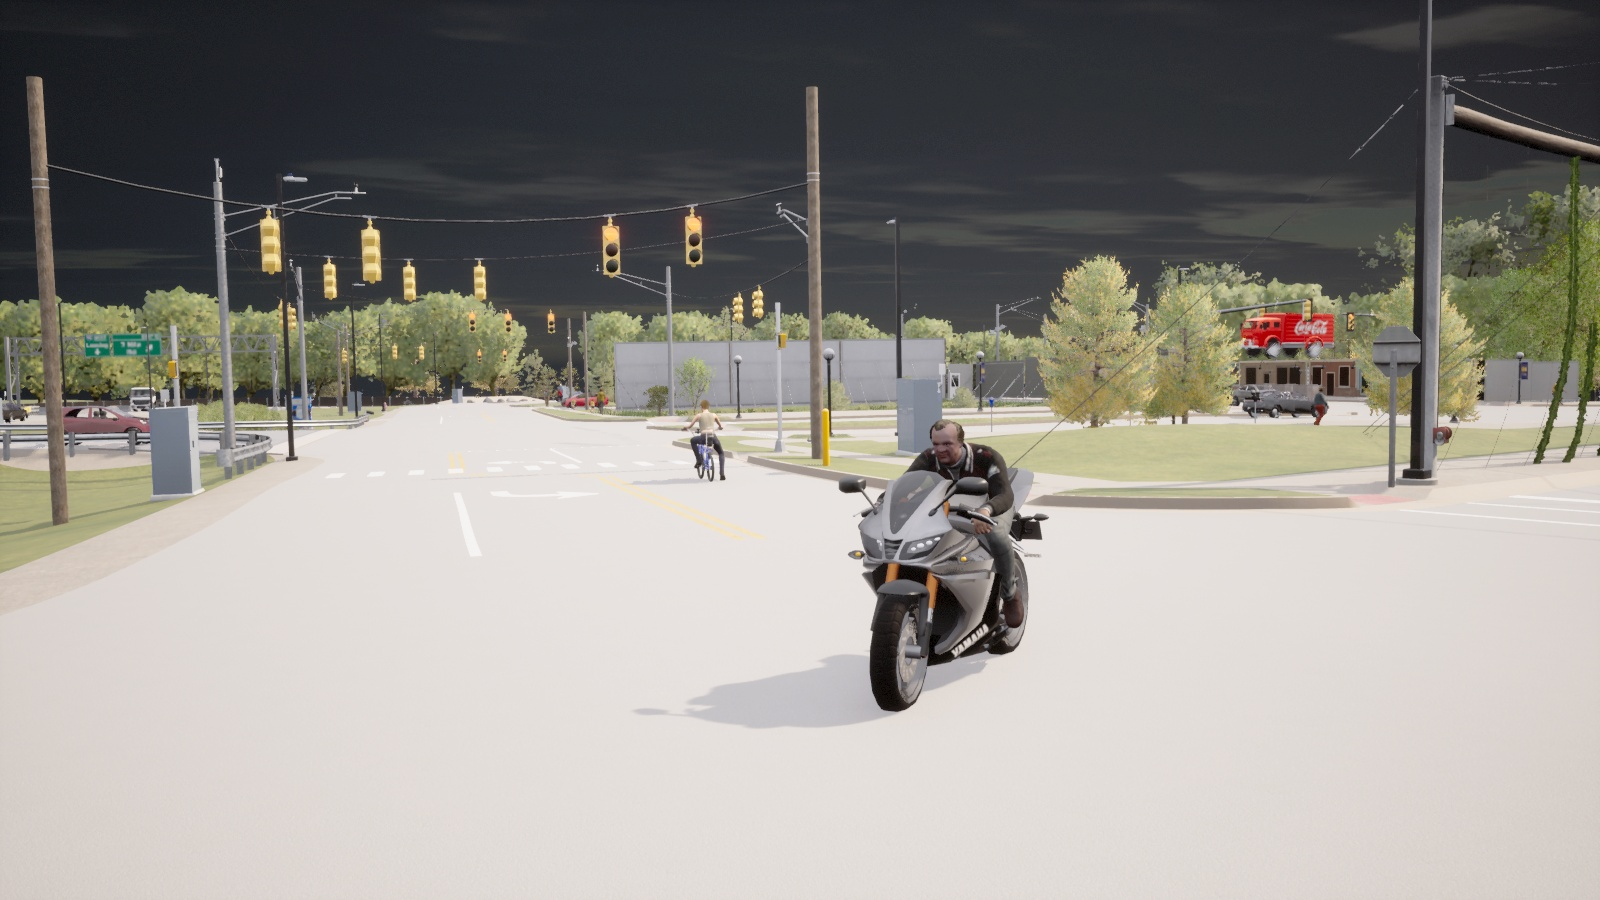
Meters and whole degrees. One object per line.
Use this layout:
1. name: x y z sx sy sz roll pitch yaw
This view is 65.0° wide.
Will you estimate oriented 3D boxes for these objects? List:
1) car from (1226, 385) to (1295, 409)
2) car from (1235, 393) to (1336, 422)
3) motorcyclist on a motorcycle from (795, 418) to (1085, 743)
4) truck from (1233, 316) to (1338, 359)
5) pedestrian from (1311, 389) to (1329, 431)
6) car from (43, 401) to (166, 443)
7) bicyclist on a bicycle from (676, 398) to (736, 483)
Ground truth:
1. car: 33.329 -3.853 91.030 2.152 1.651 5.027 -2 4 -15
2. car: 26.545 -2.332 68.680 4.902 1.511 2.128 -1 3 -20
3. motorcyclist on a motorcycle: 0.895 0.607 7.232 0.866 1.530 2.191 0 3 29
4. truck: 28.994 -6.728 75.104 5.204 2.467 2.627 -1 6 -15
5. pedestrian: 23.146 -1.768 55.883 0.614 1.847 0.353 -2 4 -17
6. car: -26.076 -1.087 47.185 3.633 1.501 1.845 -1 3 -11
7. bicyclist on a bicycle: -1.886 -0.210 24.951 0.866 1.612 1.509 -2 3 -16
